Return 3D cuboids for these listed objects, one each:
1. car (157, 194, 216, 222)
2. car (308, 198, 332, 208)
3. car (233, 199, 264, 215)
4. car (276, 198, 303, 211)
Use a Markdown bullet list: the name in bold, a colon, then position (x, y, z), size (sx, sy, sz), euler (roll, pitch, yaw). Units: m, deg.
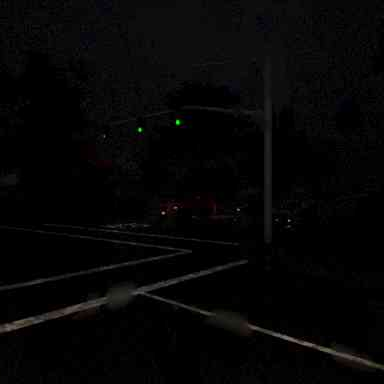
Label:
- **car**: position (-0.337, 1.221, 27.008), size (2.150, 2.045, 5.566), euler (0, 0, 41)
- **car**: position (18.905, 1.601, 49.120), size (1.895, 1.301, 4.718), euler (0, 0, 41)
- **car**: position (6.173, 1.491, 34.493), size (2.128, 1.511, 4.902), euler (0, 0, 41)
- **car**: position (12.272, 1.526, 41.512), size (1.812, 1.442, 4.674), euler (0, 0, 41)
